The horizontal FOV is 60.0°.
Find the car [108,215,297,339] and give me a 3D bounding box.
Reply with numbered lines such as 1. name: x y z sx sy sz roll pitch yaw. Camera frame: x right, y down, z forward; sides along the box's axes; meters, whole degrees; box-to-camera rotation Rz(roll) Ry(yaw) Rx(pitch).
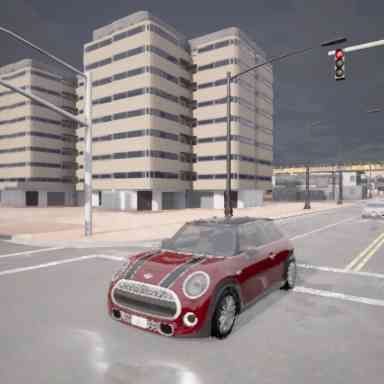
1. car: 0.502 1.347 6.822 2.097 1.767 4.553 0 0 35

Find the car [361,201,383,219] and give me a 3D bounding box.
1. car: 15.782 1.536 28.415 1.812 1.442 4.674 0 0 35
